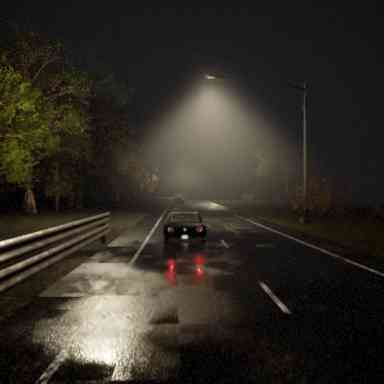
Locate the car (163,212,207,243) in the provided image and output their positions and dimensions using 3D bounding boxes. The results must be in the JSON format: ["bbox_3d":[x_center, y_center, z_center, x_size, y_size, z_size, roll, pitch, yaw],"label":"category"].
[{"bbox_3d":[-0.391,1.602,16.158,1.895,1.301,4.718,0,0,-2],"label":"car"}]

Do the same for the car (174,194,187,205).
[{"bbox_3d":[-2.285,1.531,60.381,2.033,1.411,5.357,0,0,-2],"label":"car"}]
